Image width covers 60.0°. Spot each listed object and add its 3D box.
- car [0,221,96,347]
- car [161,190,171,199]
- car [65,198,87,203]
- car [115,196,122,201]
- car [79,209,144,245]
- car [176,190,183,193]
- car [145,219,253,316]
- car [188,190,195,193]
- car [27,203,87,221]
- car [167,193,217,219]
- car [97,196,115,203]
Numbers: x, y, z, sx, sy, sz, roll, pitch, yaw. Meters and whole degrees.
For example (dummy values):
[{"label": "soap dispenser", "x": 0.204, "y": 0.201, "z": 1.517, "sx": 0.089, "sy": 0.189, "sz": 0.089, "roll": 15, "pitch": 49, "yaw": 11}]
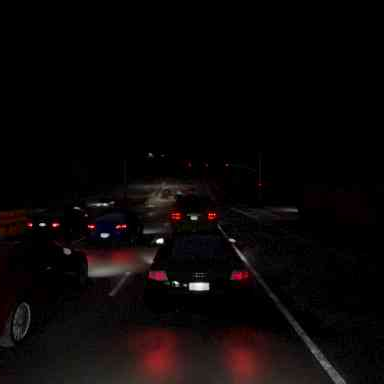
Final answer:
[{"label": "car", "x": -3.409, "y": 1.526, "z": 6.175, "sx": 1.812, "sy": 1.442, "sz": 4.674, "roll": 0, "pitch": 0, "yaw": 0}, {"label": "car", "x": -7.161, "y": 1.070, "z": 87.097, "sx": 1.812, "sy": 1.442, "sz": 4.674, "roll": 0, "pitch": 3, "yaw": 0}, {"label": "car", "x": -17.625, "y": 1.601, "z": 50.695, "sx": 1.895, "sy": 1.301, "sz": 4.718, "roll": 0, "pitch": 0, "yaw": 0}, {"label": "car", "x": -17.600, "y": 1.535, "z": 77.125, "sx": 1.895, "sy": 1.301, "sz": 4.718, "roll": 0, "pitch": 1, "yaw": 0}, {"label": "car", "x": -3.410, "y": 1.526, "z": 15.305, "sx": 1.812, "sy": 1.442, "sz": 4.674, "roll": 0, "pitch": 0, "yaw": 0}, {"label": "car", "x": -3.661, "y": 1.070, "z": 87.119, "sx": 1.812, "sy": 1.442, "sz": 4.674, "roll": 0, "pitch": 3, "yaw": 0}, {"label": "car", "x": 0.101, "y": 1.564, "z": 7.618, "sx": 1.994, "sy": 1.385, "sz": 4.181, "roll": 0, "pitch": 0, "yaw": -1}, {"label": "car", "x": -0.163, "y": 1.000, "z": 87.528, "sx": 1.882, "sy": 1.535, "sz": 5.008, "roll": 0, "pitch": 3, "yaw": 0}, {"label": "car", "x": -6.902, "y": 1.547, "z": 17.756, "sx": 2.033, "sy": 1.411, "sz": 5.357, "roll": 0, "pitch": 0, "yaw": -1}, {"label": "car", "x": 0.089, "y": 1.221, "z": 17.022, "sx": 2.150, "sy": 2.045, "sz": 5.566, "roll": 0, "pitch": 0, "yaw": 0}, {"label": "car", "x": -17.551, "y": 1.601, "z": 66.860, "sx": 1.895, "sy": 1.301, "sz": 4.718, "roll": 0, "pitch": 0, "yaw": 0}]
